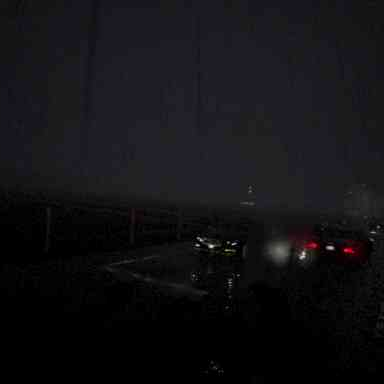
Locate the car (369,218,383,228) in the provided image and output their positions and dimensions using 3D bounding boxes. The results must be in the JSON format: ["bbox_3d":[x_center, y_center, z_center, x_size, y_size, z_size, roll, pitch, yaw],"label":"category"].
[{"bbox_3d":[21.071,3.526,37.294,1.895,1.301,4.718,4,-1,33],"label":"car"}]

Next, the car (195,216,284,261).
[{"bbox_3d":[1.978,1.782,13.744,1.837,1.490,4.892,4,-1,32],"label":"car"}]

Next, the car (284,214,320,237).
[{"bbox_3d":[7.521,2.251,22.564,1.882,1.535,5.008,4,-1,32],"label":"car"}]

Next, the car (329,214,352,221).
[{"bbox_3d":[16.472,3.122,36.752,2.033,1.411,5.357,4,-1,33],"label":"car"}]

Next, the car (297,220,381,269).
[{"bbox_3d":[6.271,2.148,13.819,2.033,1.411,5.357,4,-1,34],"label":"car"}]
